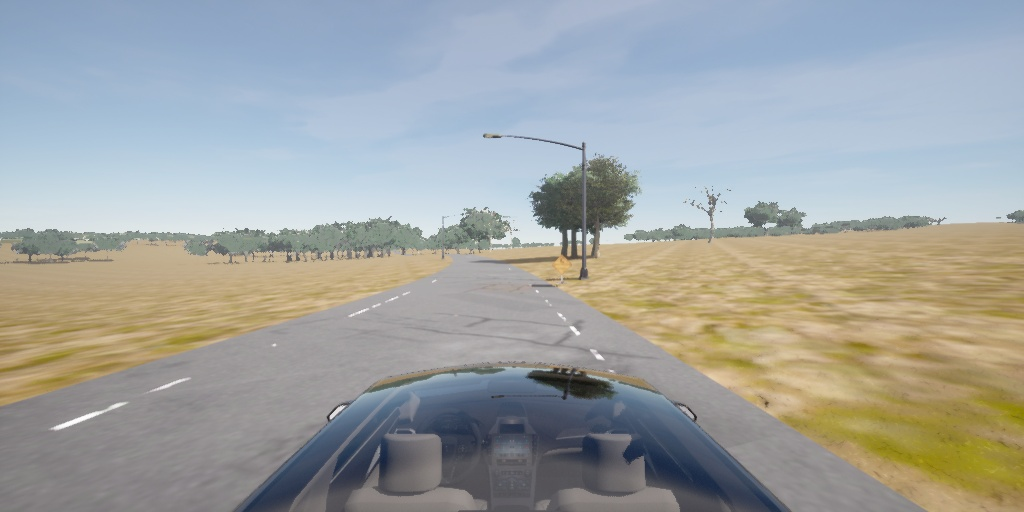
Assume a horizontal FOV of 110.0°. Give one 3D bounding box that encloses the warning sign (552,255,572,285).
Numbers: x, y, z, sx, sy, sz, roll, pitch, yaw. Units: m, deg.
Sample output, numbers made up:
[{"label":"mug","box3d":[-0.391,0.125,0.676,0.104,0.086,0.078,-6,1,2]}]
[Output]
[{"label":"warning sign","box3d":[3.106,0.831,22.391,1.300,1.860,1.060,0,0,-2]}]
